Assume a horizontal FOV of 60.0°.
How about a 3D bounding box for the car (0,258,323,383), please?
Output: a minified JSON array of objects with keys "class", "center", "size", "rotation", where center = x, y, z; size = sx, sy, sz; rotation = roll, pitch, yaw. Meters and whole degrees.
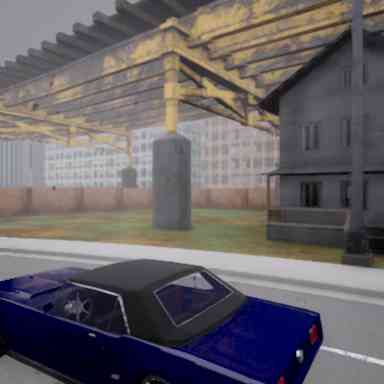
[{"class":"car","center":[-0.950,1.580,4.309],"size":[4.718,1.301,1.895],"rotation":[0,0,32]}]
